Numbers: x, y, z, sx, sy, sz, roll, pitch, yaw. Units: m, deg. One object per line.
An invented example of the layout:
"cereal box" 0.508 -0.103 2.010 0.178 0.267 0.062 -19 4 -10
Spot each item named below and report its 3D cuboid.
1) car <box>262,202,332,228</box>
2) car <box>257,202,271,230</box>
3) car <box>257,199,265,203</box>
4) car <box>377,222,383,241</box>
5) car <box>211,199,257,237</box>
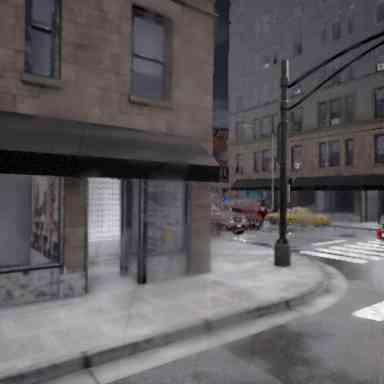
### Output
"car" 7.361 1.693 23.560 1.752 1.417 4.829 1 0 -35
"car" 2.323 1.575 21.176 1.882 1.535 5.008 1 0 -35
"car" 4.169 1.477 28.050 2.192 1.841 5.009 1 0 -35
"car" 10.861 1.471 13.758 5.566 2.045 2.150 0 1 6
"car" 0.918 1.381 18.777 2.192 1.841 5.009 1 0 -35
